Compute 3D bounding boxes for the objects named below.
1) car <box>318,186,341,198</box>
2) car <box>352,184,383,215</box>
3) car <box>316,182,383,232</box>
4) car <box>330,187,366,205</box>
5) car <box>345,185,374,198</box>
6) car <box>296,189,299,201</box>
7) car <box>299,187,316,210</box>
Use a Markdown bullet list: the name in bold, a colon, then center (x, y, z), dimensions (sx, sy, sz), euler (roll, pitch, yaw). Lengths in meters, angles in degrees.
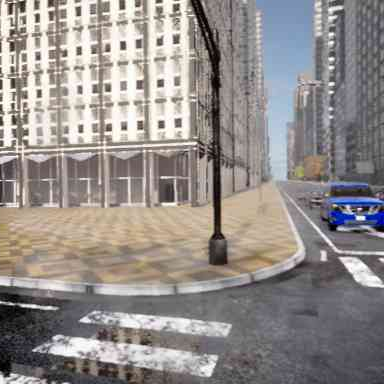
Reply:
- **car**: center (16.859, -0.033, 40.978), dimensions (1.895, 1.301, 4.718), euler (-1, 2, 14)
- **car**: center (12.180, 0.417, 21.835), dimensions (2.097, 1.767, 4.553), euler (-1, 2, 14)
- **car**: center (7.345, 0.571, 15.625), dimensions (2.150, 2.045, 5.566), euler (-1, 2, 16)
- **car**: center (14.441, 0.276, 31.099), dimensions (2.033, 1.411, 5.357), euler (-1, 2, 14)
- **car**: center (20.281, -0.137, 40.593), dimensions (2.033, 1.411, 5.357), euler (-1, 2, 14)
- **car**: center (12.105, 0.184, 35.282), dimensions (2.033, 1.411, 5.357), euler (-1, 2, 14)
- **car**: center (9.710, 0.487, 25.398), dimensions (2.128, 1.511, 4.902), euler (-1, 2, 14)
